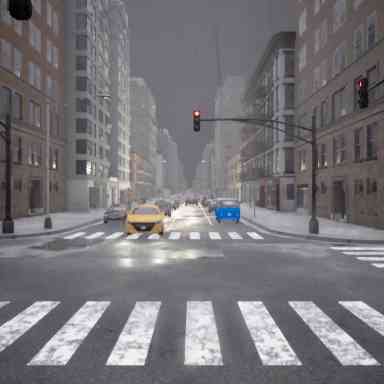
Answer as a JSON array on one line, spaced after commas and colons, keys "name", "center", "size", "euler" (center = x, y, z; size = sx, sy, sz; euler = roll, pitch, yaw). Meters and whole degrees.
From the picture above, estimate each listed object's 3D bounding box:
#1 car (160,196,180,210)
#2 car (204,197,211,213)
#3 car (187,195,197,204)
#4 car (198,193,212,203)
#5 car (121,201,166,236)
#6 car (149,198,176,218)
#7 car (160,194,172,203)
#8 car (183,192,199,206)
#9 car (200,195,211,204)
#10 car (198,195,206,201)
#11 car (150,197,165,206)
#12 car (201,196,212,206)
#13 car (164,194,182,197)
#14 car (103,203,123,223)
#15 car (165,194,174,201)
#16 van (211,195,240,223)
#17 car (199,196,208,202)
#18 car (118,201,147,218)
[{"name": "car", "center": [-2.845, 1.522, 41.082], "size": [1.812, 1.442, 4.674], "euler": [0, 0, 0]}, {"name": "car", "center": [2.598, 1.580, 36.402], "size": [1.802, 1.307, 4.206], "euler": [0, 0, 0]}, {"name": "car", "center": [-0.069, 1.459, 65.168], "size": [1.882, 1.535, 5.008], "euler": [0, 0, 0]}, {"name": "car", "center": [2.581, 1.305, 53.446], "size": [2.192, 1.841, 5.009], "euler": [0, 0, 0]}, {"name": "car", "center": [-2.568, 1.474, 18.588], "size": [1.882, 1.535, 5.008], "euler": [0, 0, -5]}, {"name": "car", "center": [-2.856, 1.562, 30.434], "size": [1.994, 1.385, 4.181], "euler": [0, 0, 0]}, {"name": "car", "center": [-5.462, 1.292, 70.477], "size": [2.192, 1.841, 5.009], "euler": [0, 0, 0]}, {"name": "car", "center": [-0.059, 1.341, 55.136], "size": [2.097, 1.767, 4.553], "euler": [0, 0, 0]}, {"name": "car", "center": [2.569, 1.421, 64.809], "size": [1.967, 1.590, 4.097], "euler": [0, 0, 0]}, {"name": "car", "center": [2.545, 1.530, 87.534], "size": [1.947, 1.339, 4.313], "euler": [0, 0, 0]}, {"name": "car", "center": [-5.444, 1.556, 53.432], "size": [1.947, 1.339, 4.313], "euler": [0, 0, 0]}, {"name": "car", "center": [2.586, 1.576, 47.765], "size": [1.802, 1.307, 4.206], "euler": [0, 0, 0]}, {"name": "car", "center": [-2.843, 1.484, 50.028], "size": [2.128, 1.511, 4.902], "euler": [0, 0, 1]}, {"name": "car", "center": [-5.415, 1.549, 25.023], "size": [2.008, 1.369, 4.403], "euler": [0, 0, 0]}, {"name": "car", "center": [-5.474, 1.409, 81.841], "size": [1.967, 1.590, 4.097], "euler": [0, 0, 0]}, {"name": "van", "center": [2.610, 1.340, 25.040], "size": [1.690, 1.788, 3.998], "euler": [0, 0, 0]}, {"name": "car", "center": [2.557, 1.524, 76.171], "size": [2.008, 1.369, 4.403], "euler": [0, 0, 0]}, {"name": "car", "center": [-5.421, 1.543, 30.704], "size": [1.887, 1.381, 4.507], "euler": [0, 0, 0]}]
